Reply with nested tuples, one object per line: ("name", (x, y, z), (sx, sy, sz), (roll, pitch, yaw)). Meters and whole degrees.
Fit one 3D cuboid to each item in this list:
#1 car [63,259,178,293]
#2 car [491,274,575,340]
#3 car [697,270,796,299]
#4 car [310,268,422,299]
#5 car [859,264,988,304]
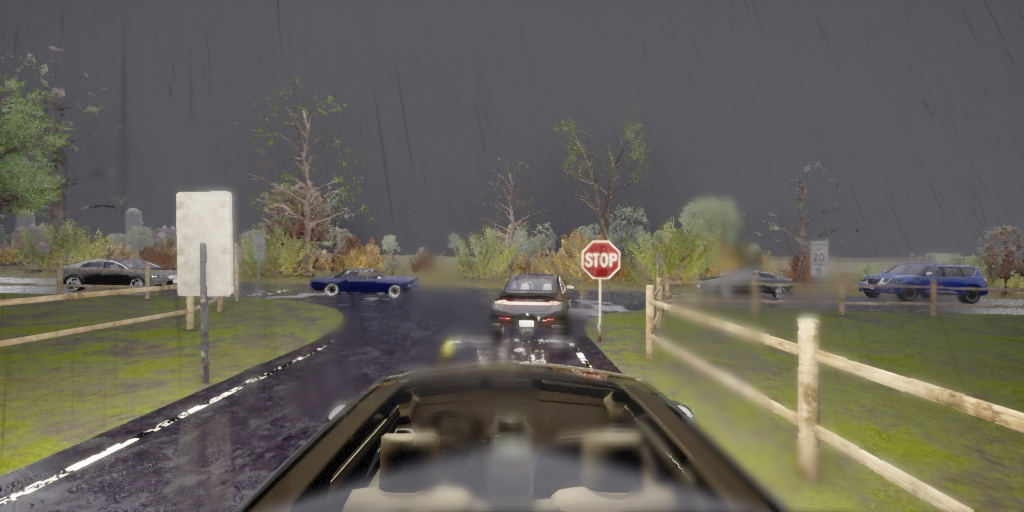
("car", (-18.490, 0.885, 17.154), (4.902, 1.511, 2.128), (1, 1, 0))
("car", (0.706, 1.240, 10.107), (2.128, 1.511, 4.902), (0, 0, 9))
("car", (13.003, 1.525, 20.065), (4.902, 1.511, 2.128), (1, 1, 0))
("car", (-6.822, 1.248, 17.138), (4.718, 1.301, 1.895), (1, 1, 0))
("car", (22.899, 1.466, 20.054), (5.566, 2.045, 2.150), (1, 1, 0))
